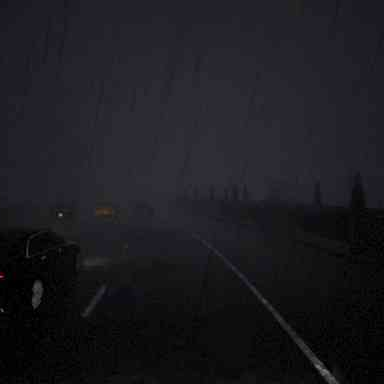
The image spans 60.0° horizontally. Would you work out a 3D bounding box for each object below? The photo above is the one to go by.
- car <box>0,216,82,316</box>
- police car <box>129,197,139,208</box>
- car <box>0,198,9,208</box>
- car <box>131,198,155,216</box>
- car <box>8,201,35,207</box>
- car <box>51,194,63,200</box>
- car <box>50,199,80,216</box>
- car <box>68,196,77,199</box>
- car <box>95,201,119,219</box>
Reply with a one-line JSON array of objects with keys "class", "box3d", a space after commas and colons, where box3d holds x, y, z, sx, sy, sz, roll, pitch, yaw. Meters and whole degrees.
[{"class": "car", "box3d": [-3.888, 1.536, 7.498, 1.837, 1.490, 4.892, 0, 0, -4]}, {"class": "police car", "box3d": [-8.635, 1.575, 50.887, 1.930, 1.638, 5.238, 0, 0, -12]}, {"class": "car", "box3d": [-24.835, 1.532, 42.565, 2.097, 1.767, 4.553, 0, 0, -12]}, {"class": "car", "box3d": [-5.004, 1.625, 34.349, 1.812, 1.442, 4.674, 0, 0, -12]}, {"class": "car", "box3d": [-21.168, 1.770, 42.132, 1.895, 1.301, 4.718, 0, 0, -12]}, {"class": "car", "box3d": [-33.201, 1.423, 82.016, 2.150, 2.045, 5.566, 0, 0, -12]}, {"class": "car", "box3d": [-11.046, 1.610, 29.063, 1.837, 1.490, 4.892, 0, 0, -12]}, {"class": "car", "box3d": [-29.697, 1.749, 82.370, 1.994, 1.385, 4.181, 0, 0, -12]}, {"class": "car", "box3d": [-7.735, 1.576, 30.332, 1.882, 1.535, 5.008, 0, 0, -12]}]
